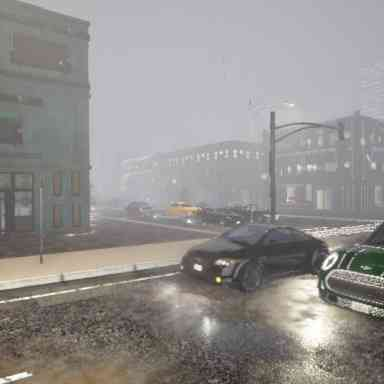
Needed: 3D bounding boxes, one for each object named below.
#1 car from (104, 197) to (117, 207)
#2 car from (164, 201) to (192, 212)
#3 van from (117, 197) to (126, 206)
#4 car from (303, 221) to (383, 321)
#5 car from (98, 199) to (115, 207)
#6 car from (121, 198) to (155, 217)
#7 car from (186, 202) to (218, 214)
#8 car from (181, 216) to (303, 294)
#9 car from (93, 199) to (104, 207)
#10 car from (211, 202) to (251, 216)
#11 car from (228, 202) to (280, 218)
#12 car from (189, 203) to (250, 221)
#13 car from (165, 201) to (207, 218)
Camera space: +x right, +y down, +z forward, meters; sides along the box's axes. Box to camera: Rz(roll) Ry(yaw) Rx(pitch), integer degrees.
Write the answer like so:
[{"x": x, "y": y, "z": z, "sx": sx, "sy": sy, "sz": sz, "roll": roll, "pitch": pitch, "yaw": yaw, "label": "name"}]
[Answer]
[{"x": -14.566, "y": 1.940, "z": 64.278, "sx": 2.192, "sy": 1.841, "sz": 5.009, "roll": -1, "pitch": 0, "yaw": -35, "label": "car"}, {"x": -1.991, "y": 1.966, "z": 46.050, "sx": 1.802, "sy": 1.307, "sz": 4.206, "roll": -1, "pitch": 0, "yaw": -35, "label": "car"}, {"x": -11.424, "y": 1.907, "z": 59.721, "sx": 1.690, "sy": 1.788, "sz": 3.998, "roll": -1, "pitch": 0, "yaw": -35, "label": "van"}, {"x": 4.681, "y": 1.350, "z": 6.889, "sx": 4.553, "sy": 1.767, "sz": 2.097, "roll": 0, "pitch": 0, "yaw": -35, "label": "car"}, {"x": -17.703, "y": 2.228, "z": 68.835, "sx": 1.887, "sy": 1.381, "sz": 4.507, "roll": -1, "pitch": 0, "yaw": -35, "label": "car"}, {"x": -5.752, "y": 1.846, "z": 36.735, "sx": 1.967, "sy": 1.590, "sz": 4.097, "roll": -1, "pitch": 0, "yaw": -35, "label": "car"}, {"x": 1.150, "y": 1.903, "z": 41.494, "sx": 1.802, "sy": 1.307, "sz": 4.206, "roll": -1, "pitch": 0, "yaw": -35, "label": "car"}, {"x": 1.781, "y": 1.563, "z": 8.835, "sx": 4.181, "sy": 1.385, "sz": 1.994, "roll": 0, "pitch": 0, "yaw": -35, "label": "car"}, {"x": -19.488, "y": 2.190, "z": 66.864, "sx": 2.128, "sy": 1.511, "sz": 4.902, "roll": -1, "pitch": 0, "yaw": -35, "label": "car"}, {"x": 4.291, "y": 1.809, "z": 36.937, "sx": 2.008, "sy": 1.369, "sz": 4.403, "roll": -2, "pitch": 0, "yaw": -35, "label": "car"}, {"x": 4.769, "y": 1.702, "z": 26.075, "sx": 2.128, "sy": 1.511, "sz": 4.902, "roll": -1, "pitch": 0, "yaw": -33, "label": "car"}, {"x": 2.028, "y": 1.814, "z": 25.242, "sx": 1.947, "sy": 1.339, "sz": 4.313, "roll": -1, "pitch": 0, "yaw": -35, "label": "car"}, {"x": -0.917, "y": 1.803, "z": 34.305, "sx": 1.882, "sy": 1.535, "sz": 5.008, "roll": -1, "pitch": 0, "yaw": -34, "label": "car"}]
